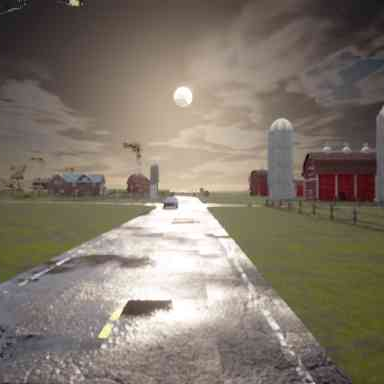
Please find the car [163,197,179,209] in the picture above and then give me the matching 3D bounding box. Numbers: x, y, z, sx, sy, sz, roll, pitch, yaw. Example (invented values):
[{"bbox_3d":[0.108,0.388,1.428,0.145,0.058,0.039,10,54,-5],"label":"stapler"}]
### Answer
[{"bbox_3d":[-2.755,1.369,44.283,1.882,1.535,5.008,0,0,0],"label":"car"}]
